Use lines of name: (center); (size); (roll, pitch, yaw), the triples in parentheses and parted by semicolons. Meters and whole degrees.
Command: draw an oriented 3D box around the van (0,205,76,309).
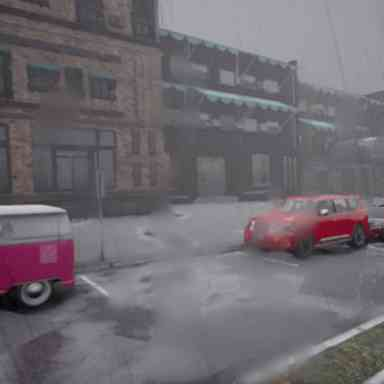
van: (-4.610, 1.262, 6.217); (4.442, 1.987, 1.878); (-1, 0, -35)

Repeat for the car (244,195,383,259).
car: (4.528, 1.140, 12.658); (5.566, 2.045, 2.435); (-1, 0, -35)
